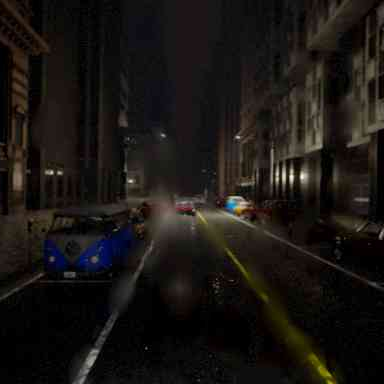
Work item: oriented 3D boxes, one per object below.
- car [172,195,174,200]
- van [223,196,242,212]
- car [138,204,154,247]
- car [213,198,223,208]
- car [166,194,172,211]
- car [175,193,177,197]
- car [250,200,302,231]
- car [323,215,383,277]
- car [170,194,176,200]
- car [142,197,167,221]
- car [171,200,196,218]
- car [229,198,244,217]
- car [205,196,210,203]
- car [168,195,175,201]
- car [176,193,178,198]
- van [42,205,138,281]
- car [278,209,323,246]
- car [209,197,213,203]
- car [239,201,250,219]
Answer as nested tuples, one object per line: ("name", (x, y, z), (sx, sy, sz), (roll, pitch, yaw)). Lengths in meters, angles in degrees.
("car", (-3.996, 1.516, 48.631), (1.947, 1.339, 4.313), (1, 0, -2))
("van", (4.882, 1.419, 37.718), (1.690, 1.788, 3.998), (1, 0, -2))
("car", (-2.927, 1.482, 14.867), (1.752, 1.417, 4.829), (1, 0, -2))
("car", (4.523, 1.658, 48.917), (1.802, 1.307, 4.206), (1, 0, -2))
("car", (-3.639, 1.392, 37.434), (1.967, 1.590, 4.097), (1, 0, -2))
("car", (-4.704, 1.496, 71.027), (1.887, 1.381, 4.507), (1, 0, -2))
("car", (5.414, 1.396, 20.920), (2.192, 1.841, 5.009), (1, 0, -2))
("car", (5.766, 1.525, 9.722), (1.967, 1.590, 4.097), (1, 0, -2))
("car", (-4.349, 1.501, 59.829), (2.008, 1.369, 4.403), (1, 0, -2))
("car", (-3.285, 1.394, 26.236), (1.967, 1.590, 4.097), (1, 0, -2))
("car", (-0.638, 1.595, 29.771), (1.895, 1.301, 4.718), (1, 0, -2))
("car", (5.050, 1.604, 32.289), (1.752, 1.417, 4.829), (1, 0, -2))
("car", (3.816, 1.621, 71.314), (1.887, 1.381, 4.507), (1, 0, -2))
("car", (-5.052, 1.477, 82.055), (1.752, 1.417, 4.829), (1, 0, -2))
("car", (-4.877, 1.267, 76.626), (2.192, 1.841, 5.009), (1, 0, -2))
("van", (-2.752, 1.300, 9.438), (1.690, 1.788, 3.998), (1, 0, -2))
("car", (5.586, 1.664, 15.321), (1.802, 1.307, 4.206), (1, 0, -2))
("car", (4.346, 1.658, 54.516), (1.802, 1.307, 4.206), (1, 0, -2))
("car", (5.232, 1.661, 26.520), (1.802, 1.307, 4.206), (1, 0, -2))
